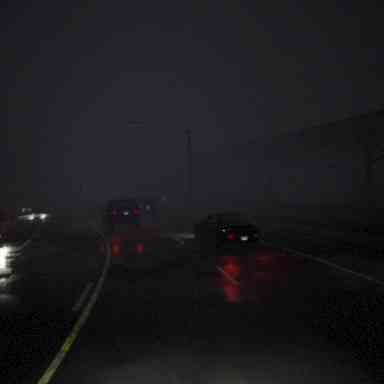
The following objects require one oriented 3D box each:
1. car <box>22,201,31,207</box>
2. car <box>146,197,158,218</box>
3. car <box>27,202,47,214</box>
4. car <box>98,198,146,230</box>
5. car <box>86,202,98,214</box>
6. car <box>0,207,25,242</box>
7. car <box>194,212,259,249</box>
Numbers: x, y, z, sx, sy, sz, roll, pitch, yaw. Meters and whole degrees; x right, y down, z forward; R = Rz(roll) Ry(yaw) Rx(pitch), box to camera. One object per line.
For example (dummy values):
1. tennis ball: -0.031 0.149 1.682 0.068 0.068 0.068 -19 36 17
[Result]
1. car: -32.895 2.547 66.757 1.994 1.385 4.181 -1 0 -21
2. car: -5.059 1.570 33.541 2.150 2.045 5.566 -1 0 -21
3. car: -21.503 2.367 46.776 1.895 1.301 4.718 -1 0 -20
4. car: -5.183 1.501 23.982 2.150 2.045 5.566 -1 0 -20
5. car: -12.710 2.066 43.731 2.128 1.511 4.902 -1 0 -21
6. car: -10.711 1.821 18.187 1.882 1.535 5.008 -1 -1 -19
7. car: 1.450 1.618 15.006 1.812 1.442 4.674 -1 0 -14
